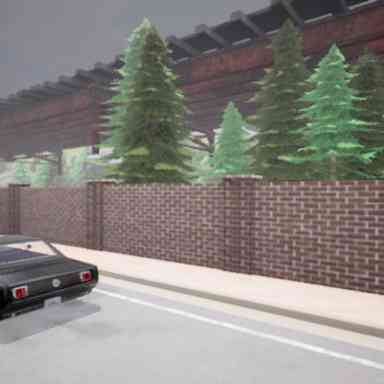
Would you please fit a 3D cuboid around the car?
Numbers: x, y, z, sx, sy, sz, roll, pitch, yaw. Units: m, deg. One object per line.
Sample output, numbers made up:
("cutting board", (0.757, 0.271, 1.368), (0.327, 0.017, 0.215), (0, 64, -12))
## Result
("car", (-4.178, 1.596, 6.986), (4.718, 1.301, 1.895), (0, 0, 36))
